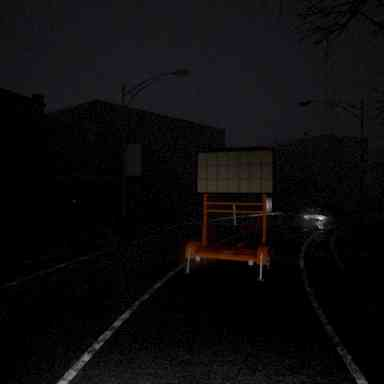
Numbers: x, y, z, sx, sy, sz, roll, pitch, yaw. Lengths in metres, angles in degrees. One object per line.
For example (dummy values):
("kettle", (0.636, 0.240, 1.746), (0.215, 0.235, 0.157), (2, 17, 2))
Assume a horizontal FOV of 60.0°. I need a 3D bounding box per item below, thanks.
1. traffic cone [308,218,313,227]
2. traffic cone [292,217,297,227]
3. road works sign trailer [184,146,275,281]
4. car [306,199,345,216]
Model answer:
("traffic cone", (7.669, 1.979, 21.525), (0.340, 0.580, 0.340), (1, 0, 23))
("traffic cone", (6.748, 1.967, 21.914), (0.340, 0.580, 0.340), (1, 0, 23))
("road works sign trailer", (1.319, 0.460, 10.119), (2.380, 3.560, 2.880), (0, 0, 21))
("car", (13.573, 1.528, 33.701), (4.892, 1.490, 1.837), (0, 0, -37))
